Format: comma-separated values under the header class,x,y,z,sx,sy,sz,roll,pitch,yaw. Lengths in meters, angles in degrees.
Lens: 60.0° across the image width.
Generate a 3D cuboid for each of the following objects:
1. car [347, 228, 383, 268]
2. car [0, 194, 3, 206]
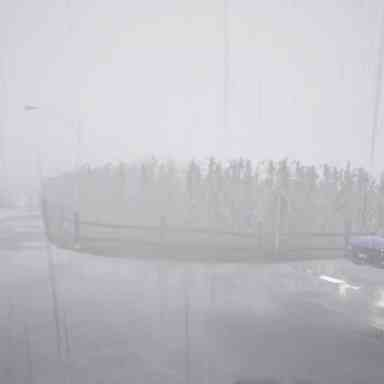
class,x,y,z,sx,sy,sz,roll,pitch,yaw
car,7.723,1.892,11.777,5.008,1.535,1.882,3,-1,-26
car,-21.511,0.737,35.749,2.128,1.511,4.902,4,-1,-25
